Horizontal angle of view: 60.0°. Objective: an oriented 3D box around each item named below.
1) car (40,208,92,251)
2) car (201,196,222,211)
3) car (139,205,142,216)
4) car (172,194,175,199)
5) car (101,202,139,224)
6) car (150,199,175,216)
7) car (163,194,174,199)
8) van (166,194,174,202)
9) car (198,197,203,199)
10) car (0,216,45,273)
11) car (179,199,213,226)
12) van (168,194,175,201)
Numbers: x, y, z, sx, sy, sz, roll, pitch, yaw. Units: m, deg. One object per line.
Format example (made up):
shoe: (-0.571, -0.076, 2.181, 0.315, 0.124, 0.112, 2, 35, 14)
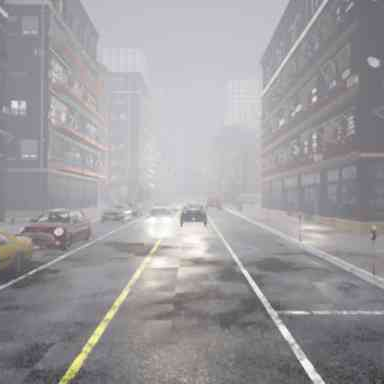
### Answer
car: (-5.645, 1.461, 13.999, 1.967, 1.590, 4.097, 1, 0, 0)
car: (2.694, 1.385, 42.485, 2.192, 1.841, 5.009, 1, 0, 0)
car: (-5.653, 1.630, 31.053, 1.802, 1.307, 4.206, 1, 0, 0)
car: (-5.702, 1.728, 80.518, 1.802, 1.307, 4.206, 1, 0, 0)
car: (-5.651, 1.590, 25.367, 2.008, 1.369, 4.403, 1, 0, 0)
car: (-3.059, 1.654, 33.525, 1.895, 1.301, 4.718, 0, 0, 0)
car: (-5.700, 1.716, 74.981, 1.802, 1.307, 4.206, 1, 0, 0)
van: (-5.699, 1.499, 86.057, 1.690, 1.788, 3.998, 1, 0, 0)
car: (0.088, 1.666, 40.353, 1.895, 1.301, 4.718, 0, 0, 0)
car: (-5.645, 1.537, 8.143, 1.752, 1.417, 4.829, 1, 0, 0)
car: (0.094, 1.528, 23.535, 2.128, 1.511, 4.902, 0, 0, 0)
van: (-5.701, 1.511, 91.596, 1.690, 1.788, 3.998, 1, 0, 0)
